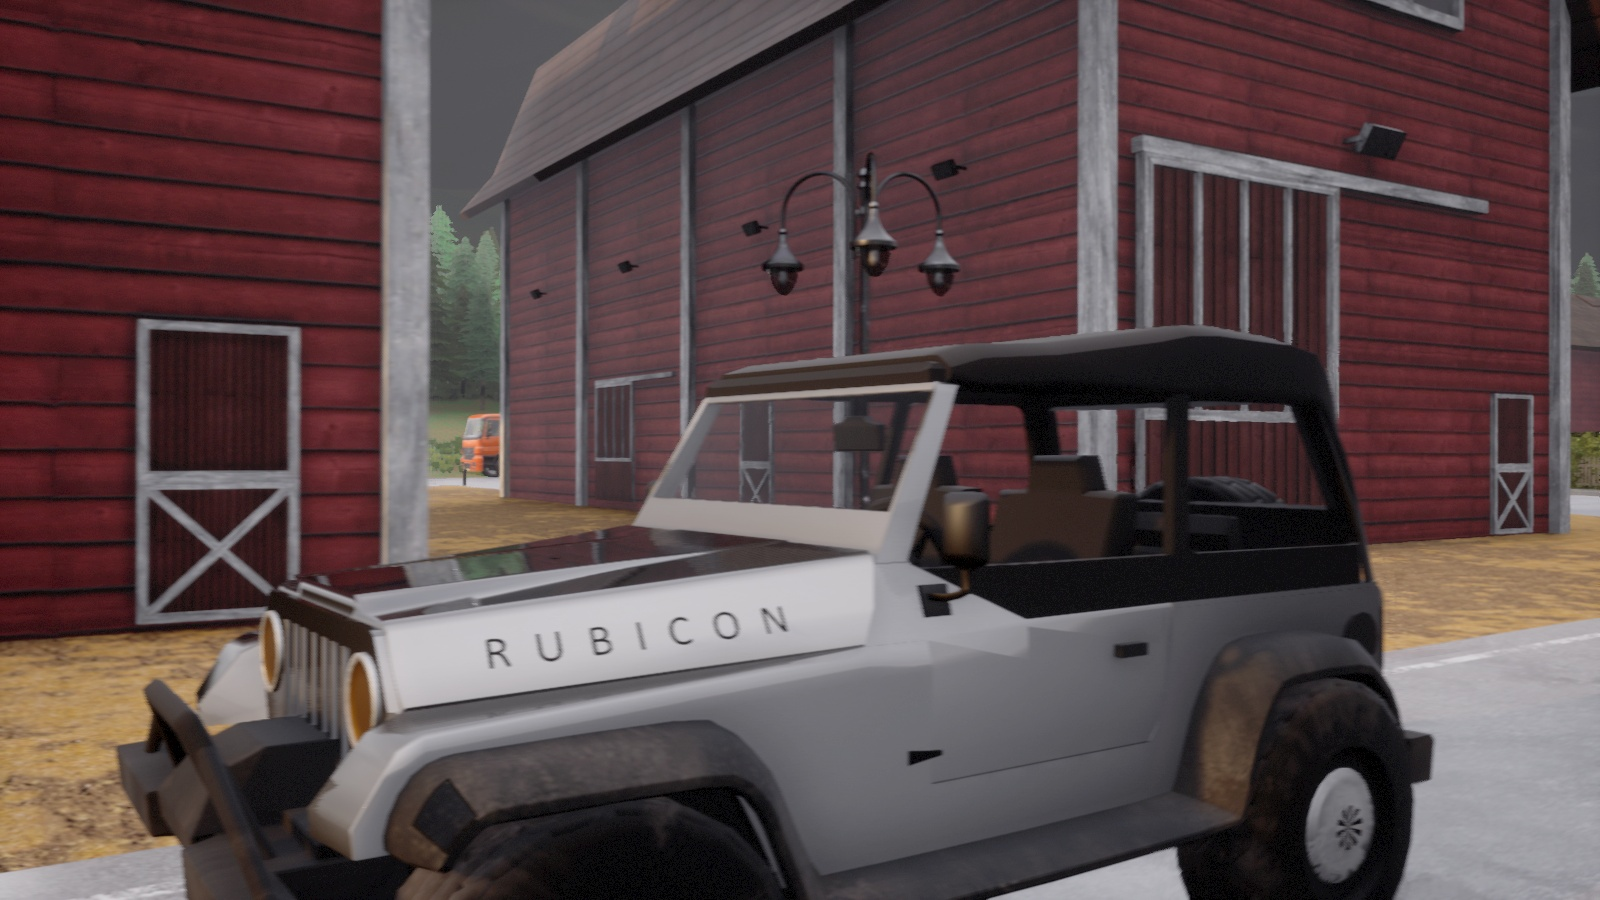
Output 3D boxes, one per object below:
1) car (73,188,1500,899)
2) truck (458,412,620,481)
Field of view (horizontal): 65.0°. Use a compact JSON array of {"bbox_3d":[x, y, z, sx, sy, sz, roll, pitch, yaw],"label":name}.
[{"bbox_3d":[0.141,0.550,3.759,3.866,1.878,1.905,0,0,-35],"label":"car"},{"bbox_3d":[-13.808,-0.183,66.774,7.936,3.462,2.891,0,0,-31],"label":"truck"}]
